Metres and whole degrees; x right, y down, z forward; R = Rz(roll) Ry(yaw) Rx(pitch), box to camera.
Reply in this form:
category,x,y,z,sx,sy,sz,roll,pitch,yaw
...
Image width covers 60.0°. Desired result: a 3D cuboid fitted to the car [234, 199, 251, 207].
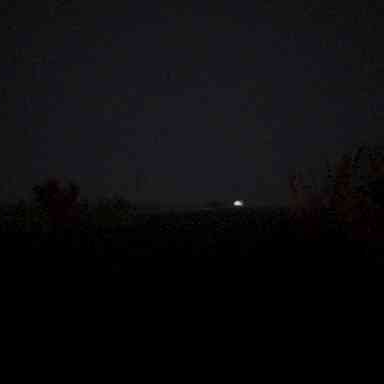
category,x,y,z,sx,sy,sz,roll,pitch,yaw
car,9.939,2.178,65.391,1.812,1.442,4.674,-1,-1,36

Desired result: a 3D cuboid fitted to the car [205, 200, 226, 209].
category,x,y,z,sx,sy,sz,roll,pitch,yaw
car,4.114,2.032,57.219,2.128,1.511,4.902,-1,-1,36
